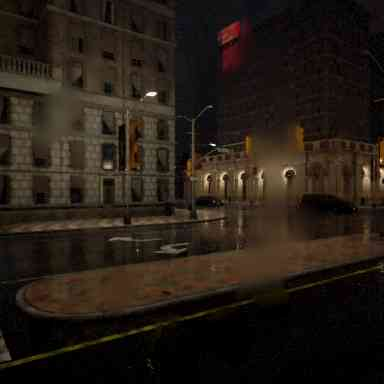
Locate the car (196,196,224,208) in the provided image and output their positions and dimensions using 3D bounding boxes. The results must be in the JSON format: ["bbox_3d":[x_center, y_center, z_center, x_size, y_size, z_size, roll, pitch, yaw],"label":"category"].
[{"bbox_3d":[2.620,1.351,48.212,2.097,1.767,4.553,0,0,-35],"label":"car"}]

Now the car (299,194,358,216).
[{"bbox_3d":[13.445,1.219,33.171,2.150,2.045,5.566,0,0,-37],"label":"car"}]
